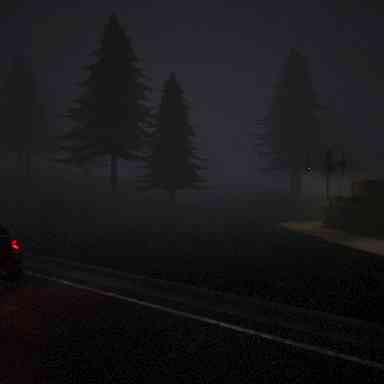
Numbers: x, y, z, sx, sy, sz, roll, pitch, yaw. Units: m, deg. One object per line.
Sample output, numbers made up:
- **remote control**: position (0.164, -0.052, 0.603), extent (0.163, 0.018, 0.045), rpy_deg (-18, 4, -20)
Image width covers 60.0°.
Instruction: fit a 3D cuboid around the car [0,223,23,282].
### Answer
- **car**: position (-6.361, 1.350, 8.528), extent (4.553, 1.767, 2.097), rpy_deg (0, 0, 35)
